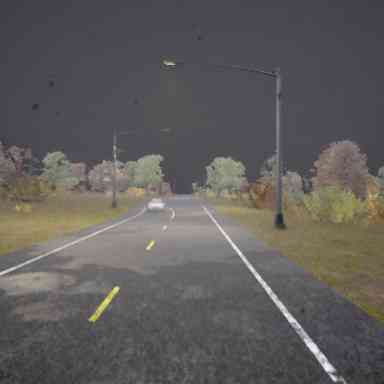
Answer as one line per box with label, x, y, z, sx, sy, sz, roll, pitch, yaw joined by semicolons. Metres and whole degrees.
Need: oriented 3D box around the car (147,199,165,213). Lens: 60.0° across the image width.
car;-4.083;1.547;38.266;1.812;1.442;4.674;0;0;-4
